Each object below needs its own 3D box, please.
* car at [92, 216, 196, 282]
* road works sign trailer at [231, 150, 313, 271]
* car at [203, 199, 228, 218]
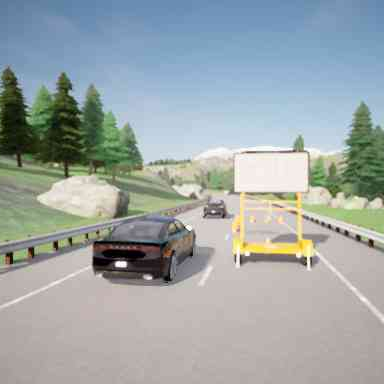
[{"bbox_3d":[-1.129,1.445,9.863,1.882,1.535,5.008,0,1,10],"label":"car"},{"bbox_3d":[2.577,0.432,10.976,2.380,3.560,2.880,0,0,10],"label":"road works sign trailer"},{"bbox_3d":[2.108,1.401,29.330,2.128,1.511,4.902,0,0,8],"label":"car"}]
